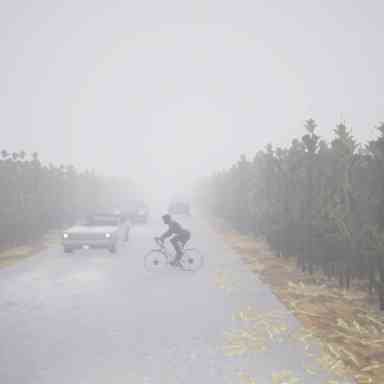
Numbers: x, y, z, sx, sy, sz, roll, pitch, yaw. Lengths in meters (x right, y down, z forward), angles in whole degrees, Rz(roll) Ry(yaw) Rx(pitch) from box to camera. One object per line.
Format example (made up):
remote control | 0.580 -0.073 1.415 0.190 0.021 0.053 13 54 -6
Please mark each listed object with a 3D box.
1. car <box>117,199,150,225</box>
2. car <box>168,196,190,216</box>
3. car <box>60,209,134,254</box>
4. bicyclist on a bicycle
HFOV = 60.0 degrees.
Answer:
car | -4.187 1.321 23.903 2.097 1.767 4.553 0 0 -2
car | -1.206 1.382 30.946 1.882 1.535 5.008 0 0 -2
car | -3.749 1.599 13.687 1.895 1.301 4.718 0 0 -2
bicyclist on a bicycle | -0.525 1.449 9.210 1.656 1.620 0.582 -1 0 -2
